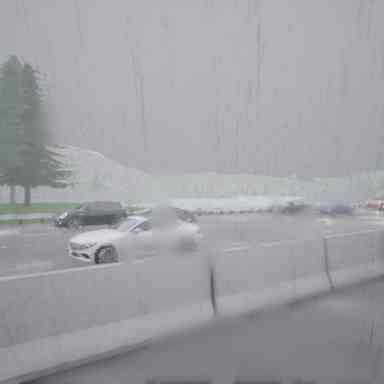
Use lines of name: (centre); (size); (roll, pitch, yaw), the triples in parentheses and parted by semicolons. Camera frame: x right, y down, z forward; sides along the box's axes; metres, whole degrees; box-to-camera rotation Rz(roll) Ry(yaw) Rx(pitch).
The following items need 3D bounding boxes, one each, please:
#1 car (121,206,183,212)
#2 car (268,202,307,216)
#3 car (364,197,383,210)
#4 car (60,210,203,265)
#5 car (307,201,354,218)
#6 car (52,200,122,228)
car: (-1.724, 1.566, 19.953); (4.181, 1.385, 1.994); (0, 0, -35)
car: (9.635, 1.608, 32.342); (4.718, 1.301, 1.895); (0, 0, -35)
car: (24.021, 1.377, 42.496); (4.553, 1.767, 2.097); (0, 0, -35)
car: (-1.741, 1.526, 11.347); (4.674, 1.442, 1.812); (0, 0, -35)
car: (12.986, 1.534, 30.426); (4.674, 1.442, 1.812); (0, 0, -35)
car: (-6.341, 1.351, 20.961); (4.553, 1.767, 2.097); (0, 0, -35)
